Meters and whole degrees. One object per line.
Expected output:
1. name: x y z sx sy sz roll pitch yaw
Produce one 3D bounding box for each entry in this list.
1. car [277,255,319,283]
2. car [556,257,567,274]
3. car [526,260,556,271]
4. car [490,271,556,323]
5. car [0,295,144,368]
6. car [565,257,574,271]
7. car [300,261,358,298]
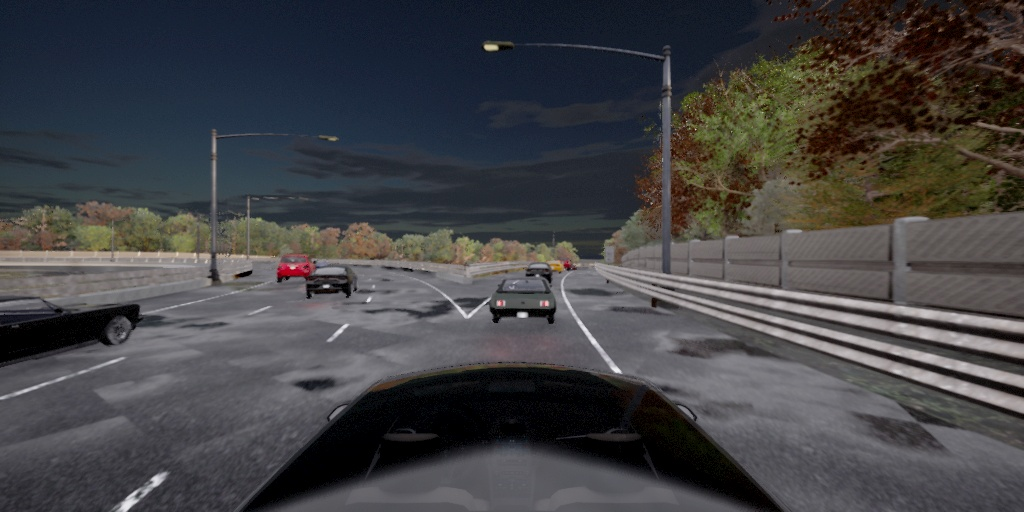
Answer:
1. car: -16.553 0.921 27.705 2.150 2.045 5.566 0 0 -24
2. car: 4.996 1.221 42.165 1.882 1.535 5.008 0 0 12
3. car: 2.145 1.213 27.538 1.882 1.535 5.008 0 0 8
4. car: 0.436 1.344 12.145 1.895 1.301 4.718 0 0 4
5. car: -9.173 1.330 6.215 1.895 1.301 4.718 0 0 -13
6. car: 7.858 1.190 54.752 2.150 2.045 5.566 0 -2 12
7. car: -9.067 1.198 18.357 1.882 1.535 5.008 0 0 -18
